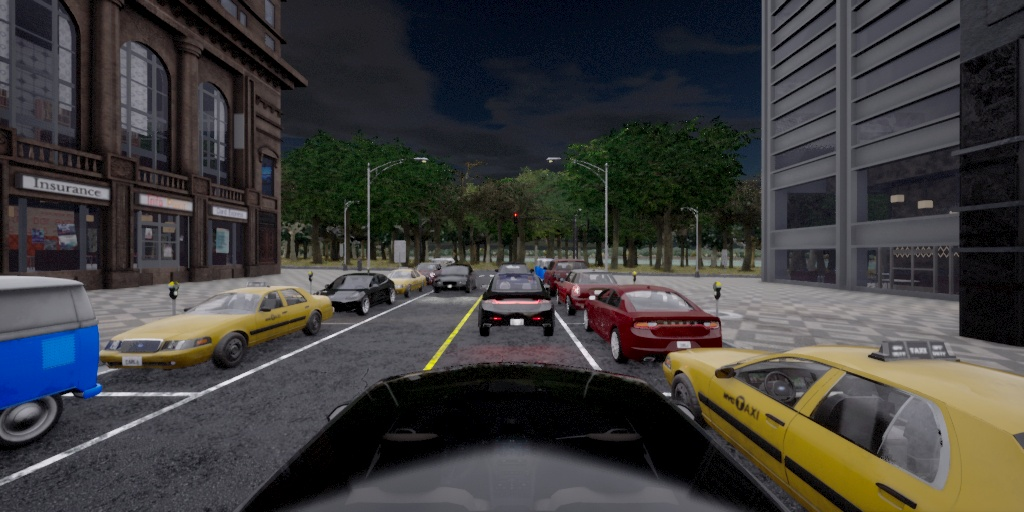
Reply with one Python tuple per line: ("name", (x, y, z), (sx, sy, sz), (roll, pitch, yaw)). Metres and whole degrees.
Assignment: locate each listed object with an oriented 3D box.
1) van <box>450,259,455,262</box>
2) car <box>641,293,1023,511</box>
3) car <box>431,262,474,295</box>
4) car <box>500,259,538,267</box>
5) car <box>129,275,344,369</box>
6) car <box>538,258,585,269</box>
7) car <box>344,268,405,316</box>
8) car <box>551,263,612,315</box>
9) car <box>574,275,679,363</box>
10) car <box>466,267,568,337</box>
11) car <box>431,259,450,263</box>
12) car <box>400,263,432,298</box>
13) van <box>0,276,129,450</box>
("van", (-5.719, 1.094, 29.765), (1.690, 1.789, 3.998), (0, 0, 0))
("car", (2.763, 1.275, 2.734), (1.751, 1.417, 4.829), (0, 0, 0))
("car", (-3.035, 1.258, 20.002), (1.837, 1.490, 4.892), (0, -1, 0))
("car", (0.129, 1.103, 19.281), (2.097, 1.767, 4.553), (0, 0, 1))
("car", (-5.754, 1.275, 7.845), (1.751, 1.417, 4.829), (0, 0, 0))
("car", (2.789, 1.066, 18.877), (2.192, 1.841, 5.009), (0, 0, 0))
("car", (-5.745, 1.316, 13.452), (1.948, 1.339, 4.313), (0, 0, 0))
("car", (2.780, 1.190, 13.439), (1.967, 1.591, 4.097), (0, 0, 0))
("car", (2.772, 1.295, 8.002), (1.888, 1.381, 4.507), (0, 0, 0))
("car", (0.114, 1.242, 10.316), (2.128, 1.511, 4.902), (0, 0, 0))
("car", (-5.728, 1.192, 24.327), (1.967, 1.591, 4.097), (0, 0, 0))
("car", (-5.737, 1.276, 18.720), (1.751, 1.417, 4.829), (0, 0, 0))
("van", (-5.762, 1.091, 2.578), (1.690, 1.789, 3.998), (0, 0, 0))
